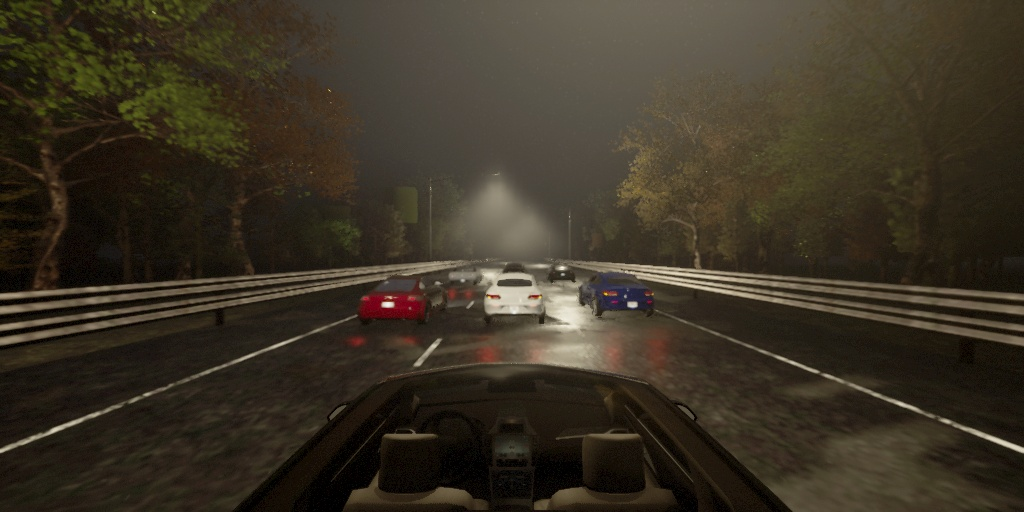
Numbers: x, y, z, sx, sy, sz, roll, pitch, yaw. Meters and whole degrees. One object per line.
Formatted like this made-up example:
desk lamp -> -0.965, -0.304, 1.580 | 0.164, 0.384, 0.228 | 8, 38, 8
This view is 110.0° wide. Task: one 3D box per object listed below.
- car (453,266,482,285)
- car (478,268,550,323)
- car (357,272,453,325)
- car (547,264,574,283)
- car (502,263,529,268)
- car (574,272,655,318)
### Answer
car -> -3.273, 1.362, 26.274 | 1.895, 1.301, 4.718 | 0, 0, 1
car -> 0.106, 1.282, 12.078 | 1.812, 1.442, 4.674 | 0, 0, 1
car -> -3.395, 1.316, 11.871 | 1.994, 1.385, 4.181 | 0, 0, 0
car -> 3.765, 1.327, 28.213 | 1.994, 1.385, 4.181 | 0, 0, 1
car -> 0.257, 1.269, 27.760 | 1.837, 1.490, 4.892 | 0, 0, 1
car -> 3.616, 1.283, 12.976 | 1.812, 1.442, 4.674 | 0, 0, 1
